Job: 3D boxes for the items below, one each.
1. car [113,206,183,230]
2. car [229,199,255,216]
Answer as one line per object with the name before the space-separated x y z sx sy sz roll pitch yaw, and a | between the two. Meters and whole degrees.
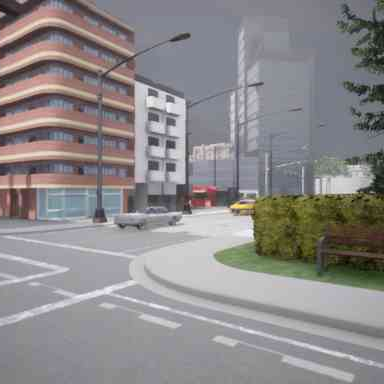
car | -2.726 1.596 21.251 1.895 1.301 4.718 0 0 36
car | 5.461 1.474 32.632 1.882 1.535 5.008 0 1 36
